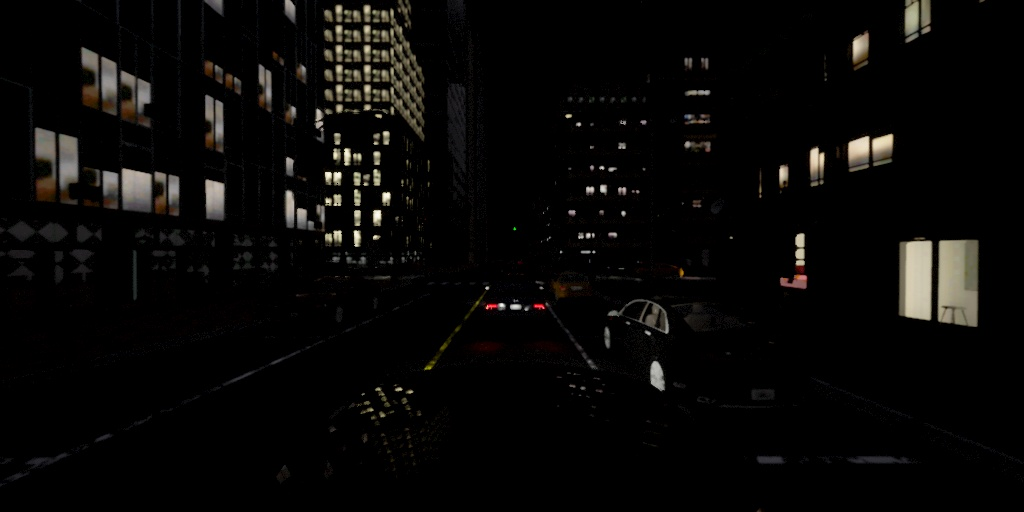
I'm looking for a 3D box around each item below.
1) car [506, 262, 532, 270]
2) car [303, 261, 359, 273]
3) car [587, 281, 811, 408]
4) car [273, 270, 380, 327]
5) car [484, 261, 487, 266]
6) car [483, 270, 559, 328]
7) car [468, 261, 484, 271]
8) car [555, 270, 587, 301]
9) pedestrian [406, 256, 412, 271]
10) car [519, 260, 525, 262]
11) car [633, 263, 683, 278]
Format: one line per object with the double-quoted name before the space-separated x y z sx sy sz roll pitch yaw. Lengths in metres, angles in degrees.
"car" 0.408 1.385 26.042 1.837 1.490 4.892 0 0 4
"car" -17.652 1.296 35.252 5.008 1.535 1.882 0 1 -1
"car" 2.809 1.324 6.184 2.007 1.370 4.403 0 0 0
"car" -5.843 1.349 11.868 1.888 1.381 4.507 0 0 0
"car" -5.816 1.636 61.063 1.948 1.339 4.313 0 0 0
"car" 0.078 1.350 11.611 2.033 1.411 5.357 0 0 0
"car" -5.803 1.565 55.239 1.751 1.417 4.829 0 0 0
"car" 2.785 1.359 17.642 1.751 1.417 4.829 0 0 0
"pedestrian" -12.637 0.906 43.919 0.375 1.860 0.375 0 0 1
"car" 2.565 1.621 61.081 2.007 1.370 4.403 0 0 0
"car" 15.445 1.540 38.053 5.008 1.535 1.882 0 1 1
